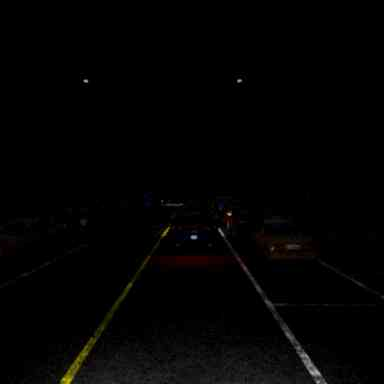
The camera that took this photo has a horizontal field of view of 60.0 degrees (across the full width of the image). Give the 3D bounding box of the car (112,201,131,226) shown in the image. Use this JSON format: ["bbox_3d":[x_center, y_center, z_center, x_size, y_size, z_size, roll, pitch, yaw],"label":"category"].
[{"bbox_3d":[-5.681,1.457,22.567,1.887,1.381,4.507,0,0,0],"label":"car"}]

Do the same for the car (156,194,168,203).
[{"bbox_3d":[-5.546,1.202,61.779,1.967,1.590,4.097,0,0,0],"label":"car"}]

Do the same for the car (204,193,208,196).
[{"bbox_3d":[2.922,1.265,44.955,1.967,1.590,4.097,0,0,0],"label":"car"}]

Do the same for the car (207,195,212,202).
[{"bbox_3d":[2.902,1.391,39.354,1.887,1.381,4.507,0,0,0],"label":"car"}]

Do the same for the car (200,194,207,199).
[{"bbox_3d":[3.075,1.209,89.771,2.008,1.369,4.403,0,0,0],"label":"car"}]

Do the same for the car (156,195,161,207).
[{"bbox_3d":[-5.604,1.408,44.975,1.802,1.307,4.206,0,0,0],"label":"car"}]

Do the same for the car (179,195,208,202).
[{"bbox_3d":[0.155,1.364,29.146,1.882,1.535,5.008,0,1,1],"label":"car"}]

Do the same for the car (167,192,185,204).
[{"bbox_3d":[-2.854,0.997,58.067,2.150,2.045,5.566,0,0,1],"label":"car"}]

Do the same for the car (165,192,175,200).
[{"bbox_3d":[-5.468,0.993,84.186,2.192,1.841,5.009,0,0,0],"label":"car"}]

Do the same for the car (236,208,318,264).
[{"bbox_3d":[2.806,1.480,11.513,1.752,1.417,4.829,0,0,0],"label":"car"}]

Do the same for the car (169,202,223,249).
[{"bbox_3d":[0.105,1.422,14.200,1.882,1.535,5.008,0,1,1],"label":"car"}]

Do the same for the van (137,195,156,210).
[{"bbox_3d":[-5.623,1.189,39.373,1.690,1.788,3.998,0,0,0],"label":"van"}]

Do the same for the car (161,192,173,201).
[{"bbox_3d":[-5.507,1.034,72.982,2.192,1.841,5.009,0,0,0],"label":"car"}]

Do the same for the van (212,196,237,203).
[{"bbox_3d":[2.864,1.231,28.148,1.690,1.788,3.998,0,0,0],"label":"van"}]

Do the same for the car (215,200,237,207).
[{"bbox_3d":[2.844,1.456,22.547,1.887,1.381,4.507,0,0,0],"label":"car"}]

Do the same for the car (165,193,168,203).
[{"bbox_3d":[-5.565,1.349,56.178,1.947,1.339,4.313,0,0,0],"label":"car"}]

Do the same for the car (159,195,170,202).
[{"bbox_3d":[-5.527,1.306,67.381,1.947,1.339,4.313,0,0,0],"label":"car"}]

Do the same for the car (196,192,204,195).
[{"bbox_3d":[2.658,1.051,78.389,2.097,1.767,4.553,0,0,0],"label":"car"}]

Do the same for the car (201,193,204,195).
[{"bbox_3d":[2.979,1.305,61.761,1.887,1.381,4.507,0,0,0],"label":"car"}]

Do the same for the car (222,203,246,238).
[{"bbox_3d":[2.825,1.478,16.945,1.887,1.381,4.507,0,0,0],"label":"car"}]

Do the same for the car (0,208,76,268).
[{"bbox_3d":[-5.720,1.482,11.194,1.752,1.417,4.829,0,0,0],"label":"car"}]

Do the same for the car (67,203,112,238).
[{"bbox_3d":[-5.700,1.374,16.965,1.967,1.590,4.097,0,0,0],"label":"car"}]

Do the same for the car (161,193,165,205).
[{"bbox_3d":[-5.584,1.245,50.576,1.967,1.590,4.097,0,0,0],"label":"car"}]

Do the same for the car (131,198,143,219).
[{"bbox_3d":[-5.662,1.435,28.170,1.887,1.381,4.507,0,0,0],"label":"car"}]
